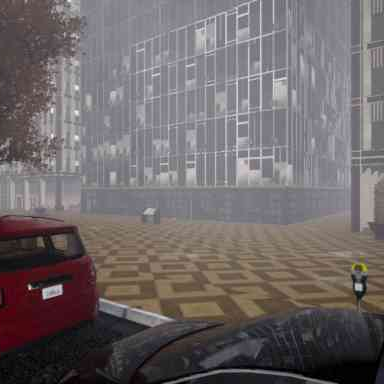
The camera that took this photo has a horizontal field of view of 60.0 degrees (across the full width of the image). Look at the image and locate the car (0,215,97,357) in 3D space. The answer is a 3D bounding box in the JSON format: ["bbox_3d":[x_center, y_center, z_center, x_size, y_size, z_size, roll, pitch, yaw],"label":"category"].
[{"bbox_3d":[-3.665,1.315,5.501,5.009,1.841,2.192,0,0,36],"label":"car"}]

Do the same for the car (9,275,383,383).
[{"bbox_3d":[0.827,1.566,2.287,4.313,1.339,1.947,0,0,36],"label":"car"}]
